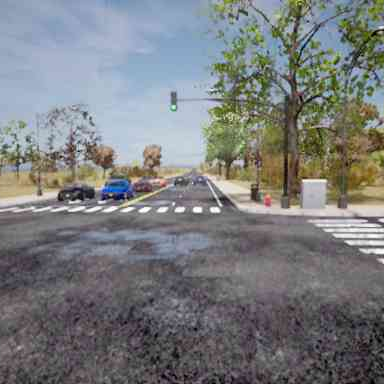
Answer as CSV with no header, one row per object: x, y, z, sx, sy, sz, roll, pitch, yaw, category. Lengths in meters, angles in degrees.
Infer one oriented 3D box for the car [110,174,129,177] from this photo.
-8.970,-1.178,40.567,2.150,2.045,5.566,0,4,2,car

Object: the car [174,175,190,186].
-1.888,-2.022,56.674,2.097,1.767,4.553,0,3,2,car

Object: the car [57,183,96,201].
-9.389,-0.048,27.275,1.994,1.385,4.181,0,3,2,car

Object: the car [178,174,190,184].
-1.578,-2.617,66.687,2.097,1.767,4.553,0,3,2,car

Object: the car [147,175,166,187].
-5.318,-1.778,52.772,2.097,1.767,4.553,0,3,2,car

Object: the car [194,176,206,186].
1.359,-2.026,56.539,2.097,1.767,4.553,0,3,2,car

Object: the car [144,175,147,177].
-8.237,-2.301,61.725,2.097,1.767,4.553,0,4,2,car

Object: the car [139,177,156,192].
-5.788,-0.718,38.455,1.994,1.385,4.181,0,3,2,car

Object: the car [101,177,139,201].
-6.118,-0.185,27.925,1.882,1.535,5.008,0,3,2,car
